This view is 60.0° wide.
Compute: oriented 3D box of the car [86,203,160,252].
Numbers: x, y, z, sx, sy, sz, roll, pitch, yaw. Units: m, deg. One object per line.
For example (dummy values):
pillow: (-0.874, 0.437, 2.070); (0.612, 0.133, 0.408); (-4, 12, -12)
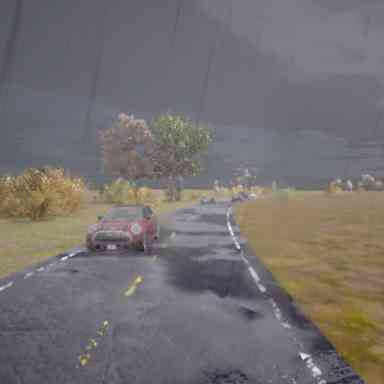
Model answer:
car: (-2.656, 1.303, 13.681); (2.097, 1.767, 4.553); (0, 0, 3)

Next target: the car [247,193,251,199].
car: (12.764, 0.777, 83.506); (2.150, 2.045, 5.566); (0, 0, 18)

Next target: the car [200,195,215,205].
car: (2.620, 1.295, 55.594); (2.128, 1.511, 4.902); (0, 0, 12)

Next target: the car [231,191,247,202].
car: (9.062, 1.120, 65.859); (2.097, 1.767, 4.553); (0, 0, 14)
